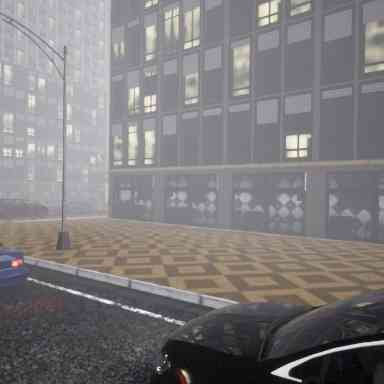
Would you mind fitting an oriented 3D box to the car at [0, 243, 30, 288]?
[{"bbox_3d":[-6.071,1.543,8.032,5.357,1.411,2.033,0,0,36],"label":"car"}]

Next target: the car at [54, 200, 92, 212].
[{"bbox_3d":[-15.207,1.737,41.756,2.033,1.411,5.357,1,0,37],"label":"car"}]

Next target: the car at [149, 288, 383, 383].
[{"bbox_3d":[1.850,1.505,2.363,4.892,1.490,1.837,0,0,35],"label":"car"}]

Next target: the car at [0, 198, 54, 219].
[{"bbox_3d":[-16.025,1.517,30.938,2.192,1.841,5.009,1,0,37],"label":"car"}]

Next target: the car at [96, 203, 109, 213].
[{"bbox_3d":[-9.210,1.828,40.136,1.752,1.417,4.829,1,0,37],"label":"car"}]

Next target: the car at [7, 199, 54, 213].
[{"bbox_3d":[-19.505,1.640,40.319,1.752,1.417,4.829,1,0,37],"label":"car"}]
